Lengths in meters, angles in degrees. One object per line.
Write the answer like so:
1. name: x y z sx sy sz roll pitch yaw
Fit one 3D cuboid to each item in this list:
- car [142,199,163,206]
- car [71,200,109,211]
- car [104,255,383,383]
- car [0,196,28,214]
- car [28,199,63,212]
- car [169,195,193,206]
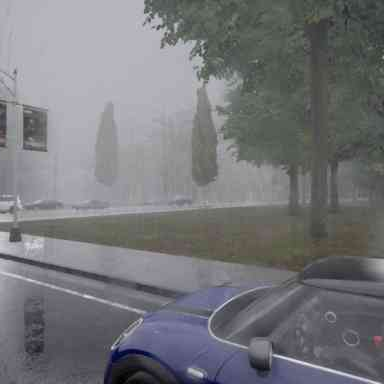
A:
1. car: -7.273 1.921 60.996 1.994 1.385 4.181 0 -1 35
2. car: -13.939 1.789 45.860 2.033 1.411 5.357 0 0 35
3. car: 1.370 1.352 2.711 4.553 1.767 2.097 0 0 35
4. car: -21.133 1.399 35.564 2.150 2.045 5.566 0 0 34
5. car: -19.441 1.698 43.652 1.882 1.535 5.008 0 -1 35
6. car: -2.047 1.604 62.726 2.150 2.045 5.566 0 -1 35
